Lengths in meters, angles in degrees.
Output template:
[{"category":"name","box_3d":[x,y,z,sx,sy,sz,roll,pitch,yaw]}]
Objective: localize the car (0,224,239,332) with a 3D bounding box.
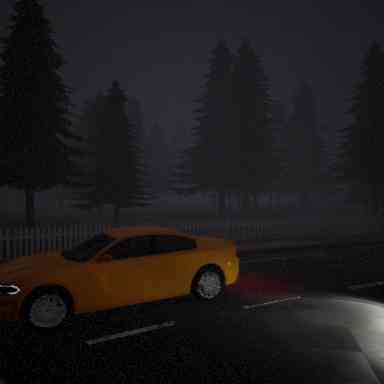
[{"category":"car","box_3d":[-1.351,1.480,6.911,5.008,1.535,1.882,0,0,-29]}]
